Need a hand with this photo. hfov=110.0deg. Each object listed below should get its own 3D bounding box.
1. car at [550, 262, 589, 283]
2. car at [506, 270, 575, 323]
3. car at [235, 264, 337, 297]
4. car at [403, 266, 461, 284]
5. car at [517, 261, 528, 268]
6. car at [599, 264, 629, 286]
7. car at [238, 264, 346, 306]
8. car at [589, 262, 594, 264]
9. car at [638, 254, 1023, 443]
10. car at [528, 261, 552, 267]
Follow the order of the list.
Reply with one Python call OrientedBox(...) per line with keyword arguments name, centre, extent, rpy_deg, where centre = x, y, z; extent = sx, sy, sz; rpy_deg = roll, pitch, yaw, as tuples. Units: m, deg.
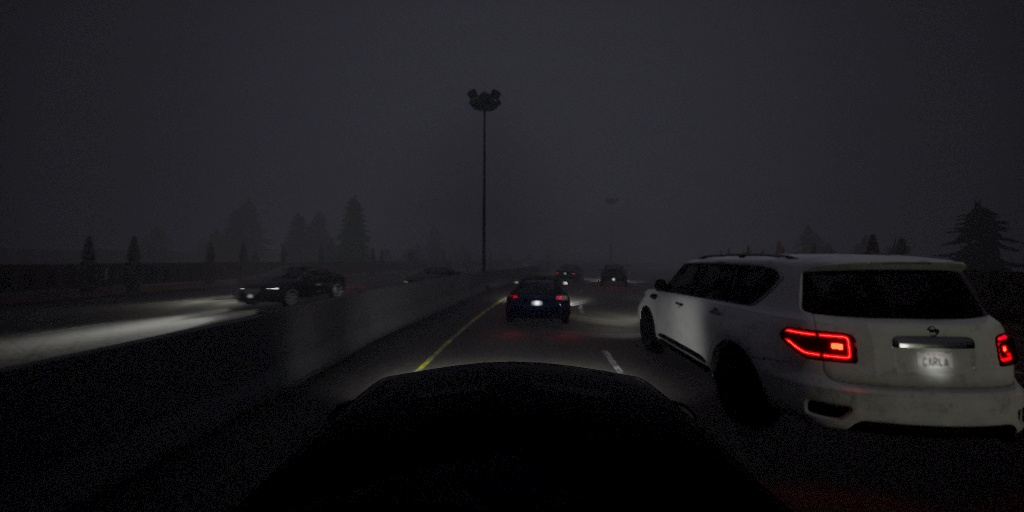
OrientedBox(name="car", centre=(4.875, 1.401, 29.848), extent=(2.033, 1.411, 5.357), rpy_deg=(0, 0, 19))
OrientedBox(name="car", centre=(0.969, 1.342, 12.380), extent=(1.994, 1.385, 4.181), rpy_deg=(0, 0, 7))
OrientedBox(name="car", centre=(-12.215, 1.227, 19.906), extent=(1.882, 1.535, 5.008), rpy_deg=(0, 0, 11))
OrientedBox(name="car", centre=(-4.706, 1.336, 22.091), extent=(2.033, 1.411, 5.357), rpy_deg=(0, 0, 12))
OrientedBox(name="car", centre=(2.566, 1.545, 57.600), extent=(1.812, 1.442, 4.674), rpy_deg=(0, -1, 32))
OrientedBox(name="car", centre=(7.630, 1.355, 26.816), extent=(1.837, 1.490, 4.892), rpy_deg=(0, 0, 16))
OrientedBox(name="car", centre=(-9.352, 1.236, 15.739), extent=(2.128, 1.511, 4.902), rpy_deg=(0, 0, 9))
OrientedBox(name="car", centre=(13.328, 1.642, 60.860), extent=(1.994, 1.385, 4.181), rpy_deg=(0, -1, 37))
OrientedBox(name="car", centre=(3.808, 0.999, 5.788), extent=(2.150, 2.045, 5.566), rpy_deg=(0, 0, 3))
OrientedBox(name="car", centre=(4.749, 1.507, 54.511), extent=(1.837, 1.490, 4.892), rpy_deg=(0, 0, 32))
